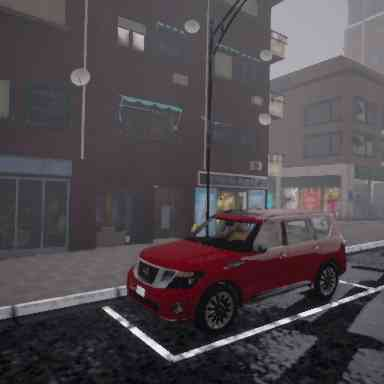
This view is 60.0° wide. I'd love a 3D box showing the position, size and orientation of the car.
[{"bbox_3d":[1.210,1.317,6.927,5.009,1.841,2.192,0,2,-35],"label":"car"}]
